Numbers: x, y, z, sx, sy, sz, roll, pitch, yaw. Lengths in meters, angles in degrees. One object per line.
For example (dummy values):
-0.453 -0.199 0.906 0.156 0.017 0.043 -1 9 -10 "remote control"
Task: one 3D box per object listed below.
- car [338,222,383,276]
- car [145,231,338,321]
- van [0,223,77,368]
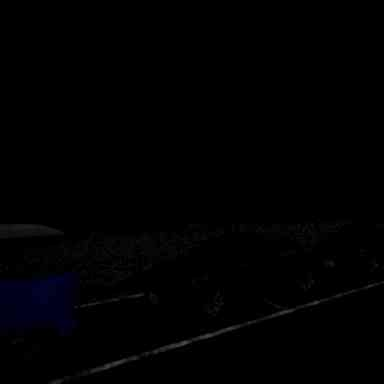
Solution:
5.661 1.675 10.676 4.313 1.339 1.947 1 -1 -35 "car"
1.069 1.617 7.408 4.313 1.339 1.947 1 -1 -35 "car"
-3.521 1.335 4.141 3.998 1.788 1.690 1 -1 -35 "van"
